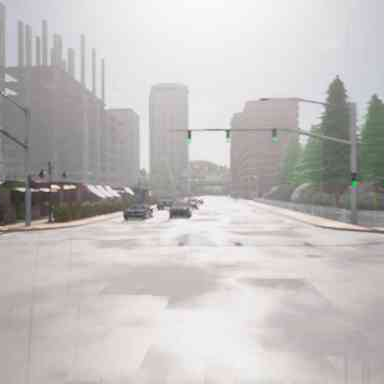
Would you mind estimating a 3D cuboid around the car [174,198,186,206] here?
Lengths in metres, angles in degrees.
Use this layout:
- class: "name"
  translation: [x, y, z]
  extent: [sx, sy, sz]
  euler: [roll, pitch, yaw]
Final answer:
- class: "car"
  translation: [-2.260, 1.846, 63.951]
  extent: [1.812, 1.442, 4.674]
  euler: [0, 0, 4]

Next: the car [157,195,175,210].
- class: "car"
  translation: [-3.509, 1.437, 46.902]
  extent: [2.150, 2.045, 5.566]
  euler: [0, 0, 4]

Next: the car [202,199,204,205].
- class: "car"
  translation: [1.232, 1.858, 63.710]
  extent: [1.994, 1.385, 4.181]
  euler: [0, 0, 4]

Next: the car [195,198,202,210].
- class: "car"
  translation: [-0.051, 1.692, 46.233]
  extent: [1.837, 1.490, 4.892]
  euler: [0, 0, 4]

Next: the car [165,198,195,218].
- class: "car"
  translation: [-1.030, 1.616, 32.209]
  extent: [1.882, 1.535, 5.008]
  euler: [0, 0, 4]

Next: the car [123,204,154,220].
- class: "car"
  translation: [-4.716, 1.756, 29.675]
  extent: [1.895, 1.301, 4.718]
  euler: [0, 0, 4]
